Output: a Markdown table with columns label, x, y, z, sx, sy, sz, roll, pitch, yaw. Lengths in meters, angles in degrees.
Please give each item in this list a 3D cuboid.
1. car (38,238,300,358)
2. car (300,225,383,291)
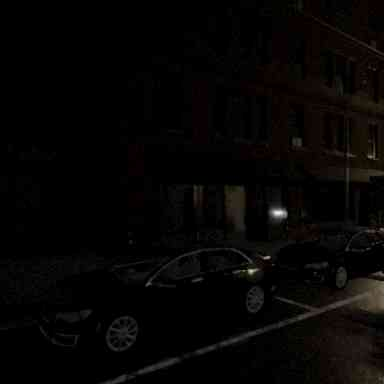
| label | x | y | z | sx | sy | sz | roll | pitch | yaw |
| --- | --- | --- | --- | --- | --- | --- | --- | --- | --- |
| car | -0.335 | 1.582 | 5.961 | 4.403 | 1.369 | 2.008 | 1 | 0 | -36 |
| car | 4.058 | 1.624 | 9.124 | 4.403 | 1.369 | 2.008 | 1 | 0 | -36 |
